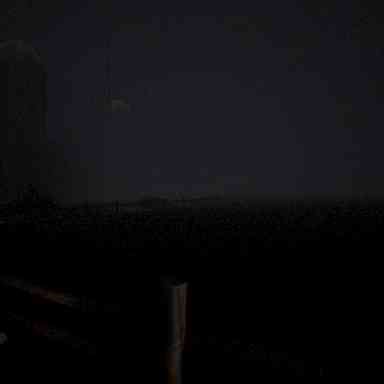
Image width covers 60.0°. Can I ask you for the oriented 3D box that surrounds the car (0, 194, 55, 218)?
[{"bbox_3d":[-15.550,1.224,30.733,2.150,2.045,5.566,0,1,35],"label":"car"}]

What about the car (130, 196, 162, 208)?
[{"bbox_3d":[-6.057,1.246,44.273,1.882,1.535,5.008,0,1,35],"label":"car"}]

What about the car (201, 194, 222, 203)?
[{"bbox_3d":[3.307,1.060,57.470,1.895,1.301,4.718,0,1,35],"label":"car"}]
